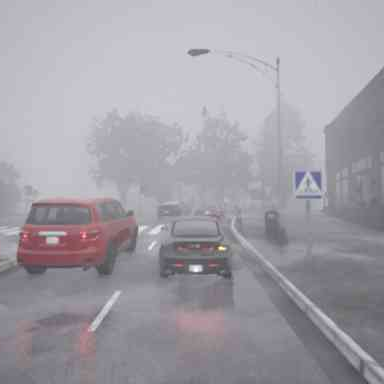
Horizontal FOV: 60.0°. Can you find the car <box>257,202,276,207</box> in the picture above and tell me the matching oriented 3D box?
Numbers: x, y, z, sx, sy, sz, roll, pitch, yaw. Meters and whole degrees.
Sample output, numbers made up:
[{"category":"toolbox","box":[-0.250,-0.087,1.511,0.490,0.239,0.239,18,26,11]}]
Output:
[{"category":"car","box":[19.012,3.333,84.746,4.902,1.511,2.128,-3,-5,37]}]

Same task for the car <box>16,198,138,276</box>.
[{"category":"car","box":[-3.169,1.179,10.379,2.150,2.045,5.566,0,1,1]}]

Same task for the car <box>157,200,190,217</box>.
[{"category":"car","box":[-1.299,1.402,27.554,1.882,1.535,5.008,-1,-1,14]}]

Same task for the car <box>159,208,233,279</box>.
[{"category":"car","box":[0.093,1.464,9.928,1.837,1.490,4.892,0,0,0]}]

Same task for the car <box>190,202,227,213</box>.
[{"category":"car","box":[1.478,1.413,25.342,1.994,1.385,4.181,-1,0,12]}]
